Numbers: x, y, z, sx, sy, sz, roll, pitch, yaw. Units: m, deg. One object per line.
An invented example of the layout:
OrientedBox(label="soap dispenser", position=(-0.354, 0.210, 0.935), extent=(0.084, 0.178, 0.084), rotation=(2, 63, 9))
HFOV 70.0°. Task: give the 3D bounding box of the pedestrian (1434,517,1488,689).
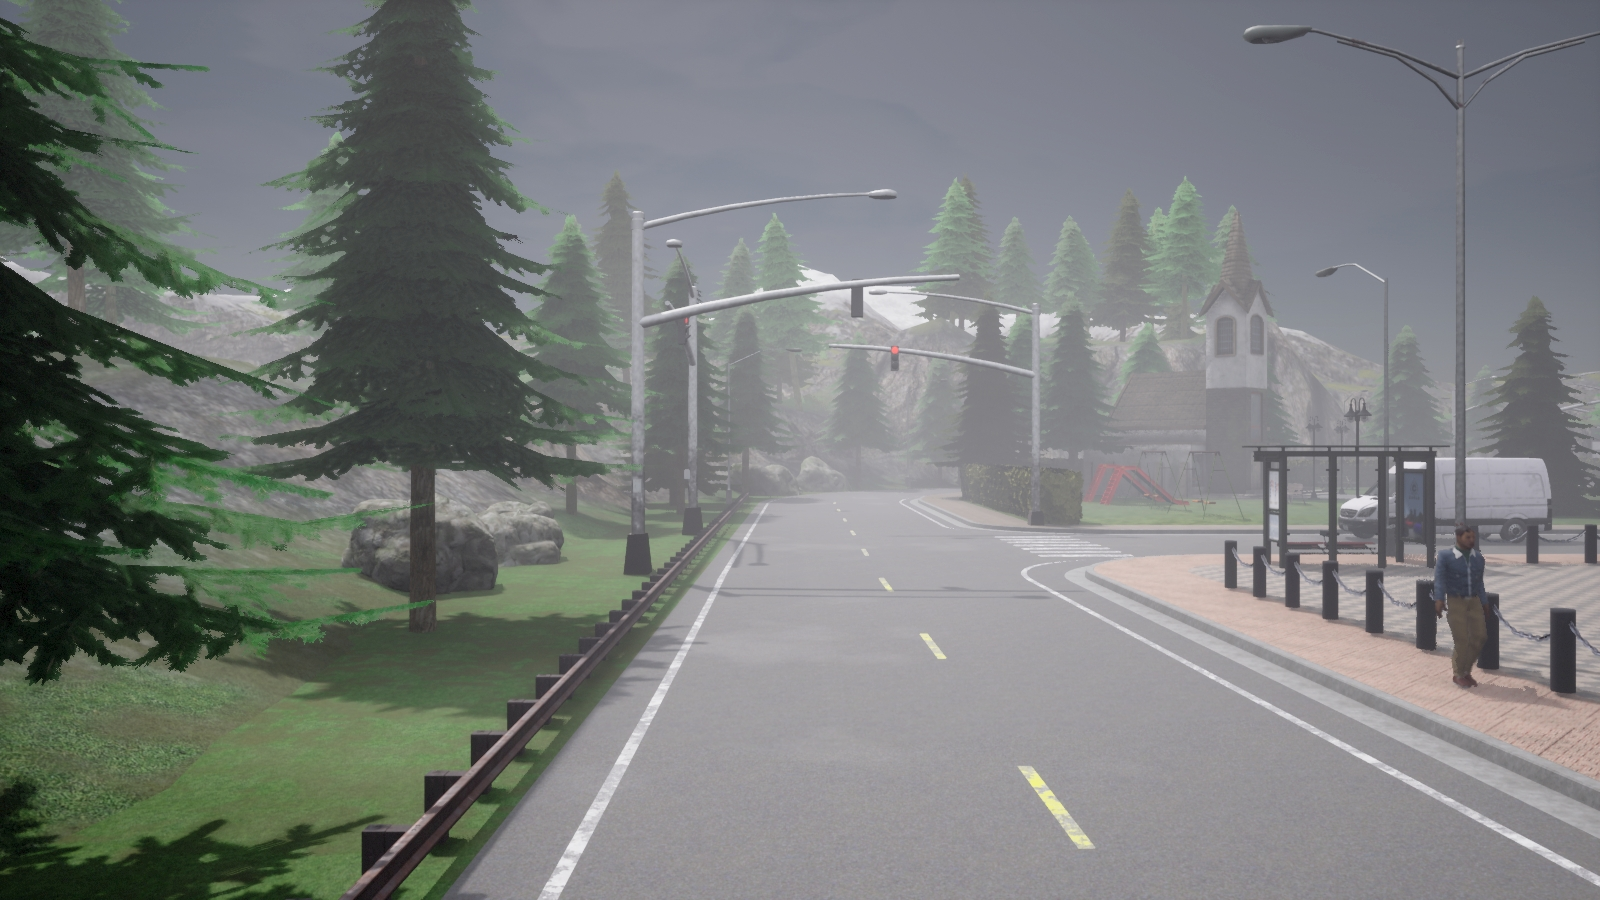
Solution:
OrientedBox(label="pedestrian", position=(7.356, 1.691, 12.719), extent=(0.375, 1.860, 0.375), rotation=(0, 0, -1))

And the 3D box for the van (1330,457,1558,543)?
OrientedBox(label="van", position=(19.746, 1.515, 35.223), extent=(5.915, 2.561, 1.988), rotation=(0, 0, 0))
